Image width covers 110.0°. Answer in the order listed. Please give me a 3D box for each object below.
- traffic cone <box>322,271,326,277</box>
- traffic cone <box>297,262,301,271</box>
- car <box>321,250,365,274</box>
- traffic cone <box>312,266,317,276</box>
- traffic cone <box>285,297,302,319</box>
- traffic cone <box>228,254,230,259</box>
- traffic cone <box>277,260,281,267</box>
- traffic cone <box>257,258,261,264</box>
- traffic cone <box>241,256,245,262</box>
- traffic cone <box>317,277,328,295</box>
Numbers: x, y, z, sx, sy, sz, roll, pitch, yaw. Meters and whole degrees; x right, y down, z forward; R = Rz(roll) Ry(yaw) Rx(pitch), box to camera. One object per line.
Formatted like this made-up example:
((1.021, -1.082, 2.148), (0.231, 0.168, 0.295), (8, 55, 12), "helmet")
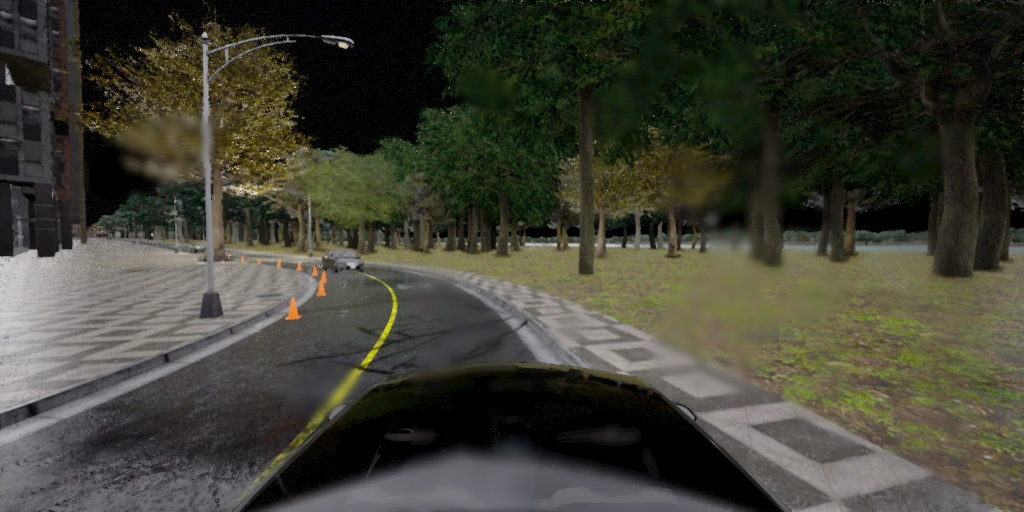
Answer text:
((-9.772, 1.089, 18.637), (0.340, 0.580, 0.340), (0, 0, -30), "traffic cone")
((-15.418, 0.751, 26.013), (0.340, 0.580, 0.340), (0, 0, -45), "traffic cone")
((-11.876, 0.355, 25.068), (2.128, 1.511, 4.902), (-1, 3, -41), "car")
((-12.361, 0.915, 22.503), (0.340, 0.580, 0.340), (0, 0, -37), "traffic cone")
((-6.149, 1.451, 10.086), (0.340, 0.580, 0.340), (0, 0, -16), "traffic cone")
((-30.526, 0.086, 38.661), (0.340, 0.580, 0.340), (0, 0, 39), "traffic cone")
((-18.933, 0.594, 29.153), (0.340, 0.580, 0.340), (0, 0, 39), "traffic cone")
((-22.797, 0.430, 32.323), (0.340, 0.580, 0.340), (0, 0, 39), "traffic cone")
((-26.662, 0.263, 35.493), (0.340, 0.580, 0.340), (0, 0, 39), "traffic cone")
((-7.689, 1.272, 14.476), (0.340, 0.580, 0.340), (0, 0, -23), "traffic cone")
